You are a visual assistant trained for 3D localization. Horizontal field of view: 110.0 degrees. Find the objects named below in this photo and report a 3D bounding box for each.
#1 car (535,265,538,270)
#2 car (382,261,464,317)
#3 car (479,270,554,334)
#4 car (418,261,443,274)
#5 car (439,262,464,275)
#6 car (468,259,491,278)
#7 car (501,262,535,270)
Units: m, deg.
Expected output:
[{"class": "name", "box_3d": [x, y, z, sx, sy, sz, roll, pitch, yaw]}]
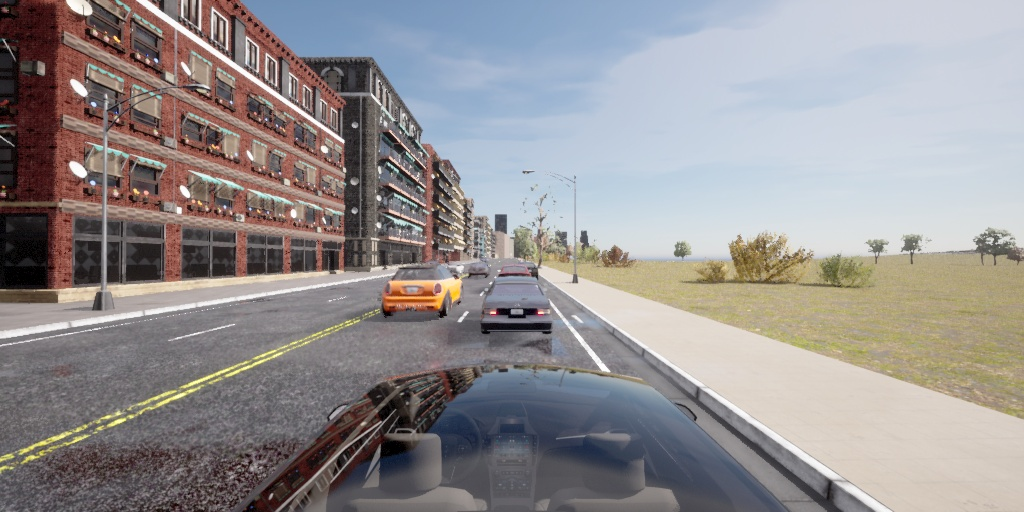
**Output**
[{"class": "car", "box_3d": [1.204, 1.232, 30.534, 1.882, 1.535, 5.008, 0, 0, 0]}, {"class": "car", "box_3d": [-3.125, 1.104, 13.382, 2.097, 1.767, 4.553, 0, 0, 0]}, {"class": "car", "box_3d": [0.119, 1.299, 10.557, 2.033, 1.411, 5.357, 0, 0, 0]}, {"class": "car", "box_3d": [-9.753, 1.318, 43.117, 1.994, 1.385, 4.181, 0, 0, 0]}, {"class": "car", "box_3d": [-6.514, 1.355, 39.248, 1.895, 1.301, 4.718, 0, 0, 0]}, {"class": "car", "box_3d": [-3.073, 1.301, 34.473, 2.033, 1.411, 5.357, 0, 0, 0]}, {"class": "car", "box_3d": [0.147, 1.231, 21.097, 1.882, 1.535, 5.008, 0, 0, 0]}]
